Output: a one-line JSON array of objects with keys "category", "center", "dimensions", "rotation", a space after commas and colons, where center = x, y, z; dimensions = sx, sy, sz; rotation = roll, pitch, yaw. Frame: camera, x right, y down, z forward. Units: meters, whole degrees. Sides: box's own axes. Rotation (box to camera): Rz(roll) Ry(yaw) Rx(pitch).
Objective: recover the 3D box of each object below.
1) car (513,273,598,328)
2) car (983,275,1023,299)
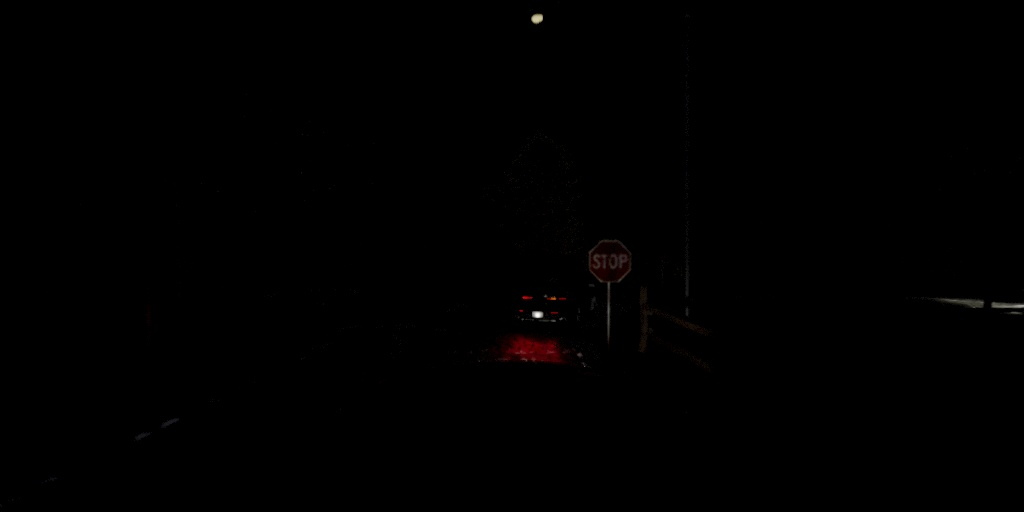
[{"category": "car", "center": [1.530, 1.297, 11.726], "dimensions": [1.837, 1.490, 4.892], "rotation": [-1, 0, 21]}, {"category": "car", "center": [28.707, 1.691, 19.343], "dimensions": [5.008, 1.535, 1.882], "rotation": [1, 1, 0]}]
